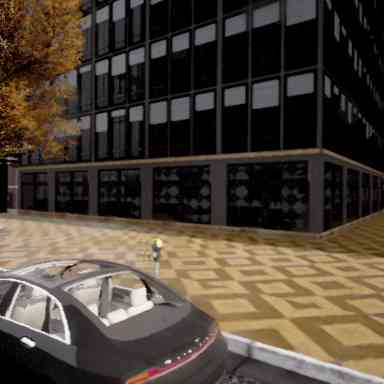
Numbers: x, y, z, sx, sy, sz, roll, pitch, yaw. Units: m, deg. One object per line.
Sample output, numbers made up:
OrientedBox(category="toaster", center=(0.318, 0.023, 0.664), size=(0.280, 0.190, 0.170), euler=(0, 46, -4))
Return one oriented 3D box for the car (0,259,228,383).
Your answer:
OrientedBox(category="car", center=(-1.695, 1.522, 4.083), size=(4.403, 1.369, 2.008), euler=(1, 0, 36))
